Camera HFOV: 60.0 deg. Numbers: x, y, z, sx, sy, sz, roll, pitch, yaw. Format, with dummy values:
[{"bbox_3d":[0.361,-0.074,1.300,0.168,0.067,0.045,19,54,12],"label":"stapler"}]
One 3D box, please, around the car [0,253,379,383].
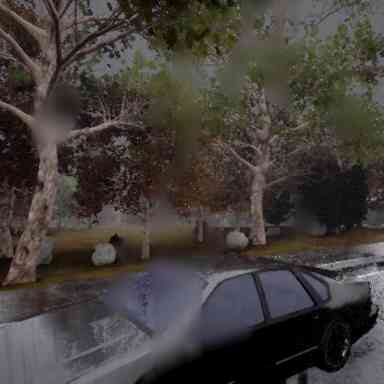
[{"bbox_3d":[0.258,1.565,4.183,5.357,1.411,2.033,1,0,-35],"label":"car"}]
